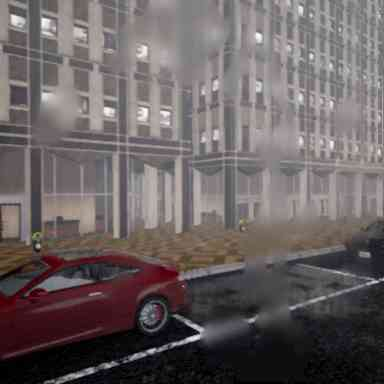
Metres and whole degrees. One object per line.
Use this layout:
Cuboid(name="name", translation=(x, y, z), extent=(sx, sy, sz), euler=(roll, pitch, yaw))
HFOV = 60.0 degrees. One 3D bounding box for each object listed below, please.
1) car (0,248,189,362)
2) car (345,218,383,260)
Cuboid(name="car", translation=(-2.000, 1.585, 5.143), extent=(4.206, 1.307, 1.802), euler=(0, -1, -35))
Cuboid(name="car", translation=(7.184, 1.595, 11.696), extent=(4.313, 1.339, 1.947), euler=(0, -1, -35))
